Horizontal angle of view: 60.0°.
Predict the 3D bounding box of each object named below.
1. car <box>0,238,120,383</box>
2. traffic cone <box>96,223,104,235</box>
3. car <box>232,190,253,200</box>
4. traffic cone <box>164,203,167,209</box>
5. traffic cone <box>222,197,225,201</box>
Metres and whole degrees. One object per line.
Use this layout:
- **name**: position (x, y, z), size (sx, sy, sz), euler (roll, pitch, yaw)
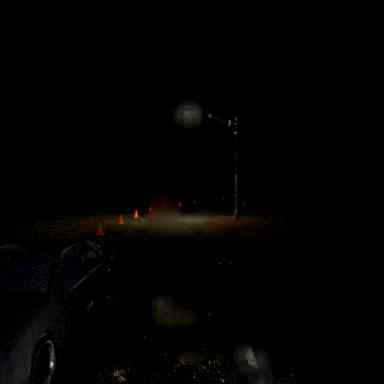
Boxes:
- **car**: position (-2.473, 1.502, 5.195), size (2.033, 1.411, 5.357), euler (0, 1, 0)
- **traffic cone**: position (-4.510, 1.797, 16.286), size (0.340, 0.580, 0.340), euler (0, 1, 0)
- **car**: position (8.656, 0.482, 56.940), size (2.097, 1.767, 4.553), euler (0, 2, 36)
- **traffic cone**: position (-2.911, 1.561, 36.748), size (0.340, 0.580, 0.340), euler (0, 1, 13)
- **traffic cone**: position (5.317, 1.149, 55.795), size (0.340, 0.580, 0.340), euler (0, 2, 33)
